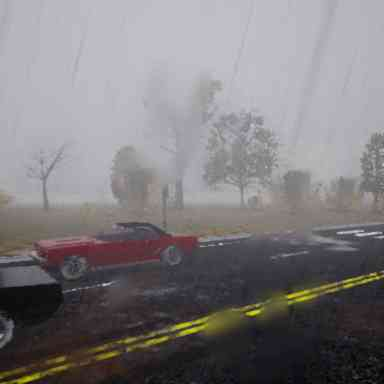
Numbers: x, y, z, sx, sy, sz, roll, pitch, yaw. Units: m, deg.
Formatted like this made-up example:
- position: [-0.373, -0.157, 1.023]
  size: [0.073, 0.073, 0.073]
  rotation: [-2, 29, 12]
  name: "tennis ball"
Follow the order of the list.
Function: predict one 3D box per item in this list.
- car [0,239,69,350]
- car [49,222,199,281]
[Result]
- position: [-4.401, 1.598, 4.503]
  size: [4.718, 1.301, 1.895]
  rotation: [0, 0, -35]
  name: "car"
- position: [-2.213, 1.596, 9.994]
  size: [4.718, 1.301, 1.895]
  rotation: [0, 0, -34]
  name: "car"
